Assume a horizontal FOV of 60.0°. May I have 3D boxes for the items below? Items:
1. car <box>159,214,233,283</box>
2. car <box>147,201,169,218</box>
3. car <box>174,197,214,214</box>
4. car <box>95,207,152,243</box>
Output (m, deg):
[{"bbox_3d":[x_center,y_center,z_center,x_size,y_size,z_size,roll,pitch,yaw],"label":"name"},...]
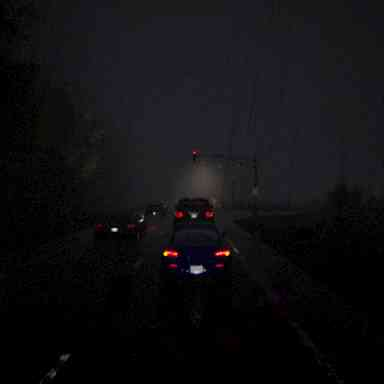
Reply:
[{"bbox_3d":[0.107,1.572,9.695,1.812,1.442,4.674,0,-1,0],"label":"car"},{"bbox_3d":[-3.400,1.657,32.363,1.837,1.490,4.892,0,0,0],"label":"car"},{"bbox_3d":[0.102,1.313,19.361,2.150,2.045,5.566,0,0,0],"label":"car"},{"bbox_3d":[-3.400,1.642,16.619,1.994,1.385,4.181,0,0,0],"label":"car"}]
